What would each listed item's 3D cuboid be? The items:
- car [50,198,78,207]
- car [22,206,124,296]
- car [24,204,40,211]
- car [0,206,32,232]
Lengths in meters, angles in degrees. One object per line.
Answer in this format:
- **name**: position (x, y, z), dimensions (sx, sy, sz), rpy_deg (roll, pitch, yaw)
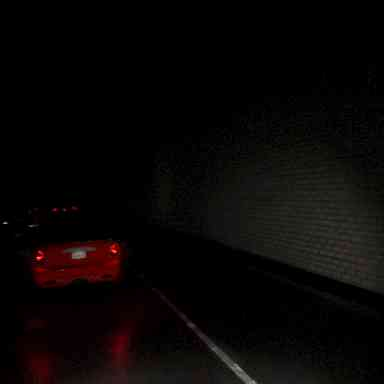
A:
- **car**: position (-11.522, 1.587, 30.045), dimensions (2.150, 2.045, 5.566), rpy_deg (-1, 0, -21)
- **car**: position (-3.317, 1.459, 9.409), dimensions (2.097, 1.767, 4.553), rpy_deg (-1, 0, -22)
- **car**: position (-18.666, 2.100, 38.516), dimensions (1.812, 1.442, 4.674), rpy_deg (-1, -1, -23)
- **car**: position (-12.345, 1.938, 22.643), dimensions (1.994, 1.385, 4.181), rpy_deg (-1, 0, -22)
